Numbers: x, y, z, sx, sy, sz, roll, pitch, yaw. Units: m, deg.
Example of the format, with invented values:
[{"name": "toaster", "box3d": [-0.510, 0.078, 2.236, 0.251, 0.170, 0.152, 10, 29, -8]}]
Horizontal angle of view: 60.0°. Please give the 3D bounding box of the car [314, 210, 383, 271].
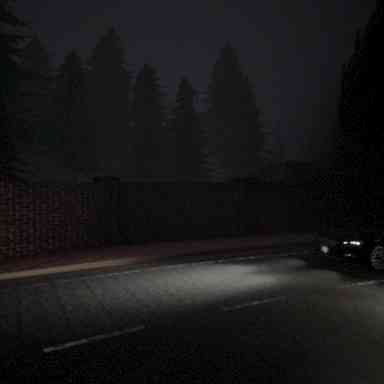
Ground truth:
[{"name": "car", "box3d": [6.052, 1.306, 9.991, 4.902, 1.511, 2.128, -1, 1, -17]}]
